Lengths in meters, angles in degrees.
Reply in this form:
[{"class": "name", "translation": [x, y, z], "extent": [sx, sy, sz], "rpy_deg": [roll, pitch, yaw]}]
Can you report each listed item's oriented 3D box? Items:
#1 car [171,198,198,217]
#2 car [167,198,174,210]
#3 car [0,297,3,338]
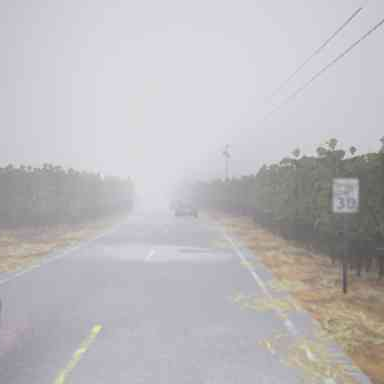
[{"class": "car", "translation": [-0.596, 1.547, 30.624], "extent": [1.994, 1.385, 4.181], "rpy_deg": [0, 0, -5]}, {"class": "car", "translation": [-1.920, 1.483, 41.552], "extent": [1.837, 1.490, 4.892], "rpy_deg": [0, 1, -8]}, {"class": "car", "translation": [-3.267, 1.500, 2.180], "extent": [1.837, 1.490, 4.892], "rpy_deg": [0, 0, 0]}]
